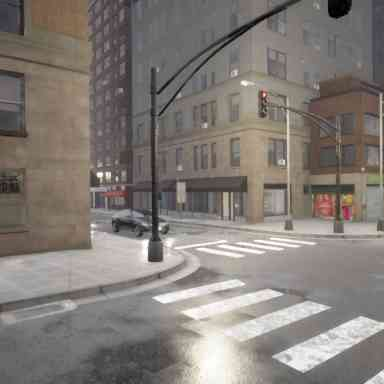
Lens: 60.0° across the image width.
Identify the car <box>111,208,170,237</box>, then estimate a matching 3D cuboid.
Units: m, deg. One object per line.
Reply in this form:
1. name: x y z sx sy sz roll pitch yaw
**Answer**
1. car: -3.163 1.694 19.520 1.812 1.442 4.674 -1 0 -38
